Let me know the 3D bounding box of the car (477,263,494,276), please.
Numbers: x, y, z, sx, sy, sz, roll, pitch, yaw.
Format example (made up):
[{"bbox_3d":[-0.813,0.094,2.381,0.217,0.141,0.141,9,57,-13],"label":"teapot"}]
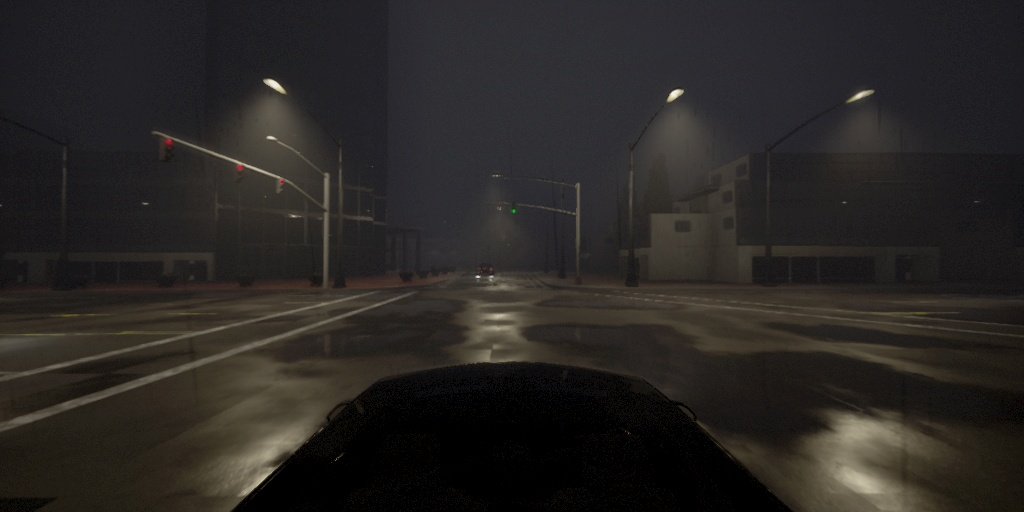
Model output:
[{"bbox_3d":[-3.503,1.715,48.191,2.097,1.767,4.553,0,-1,0],"label":"car"}]
